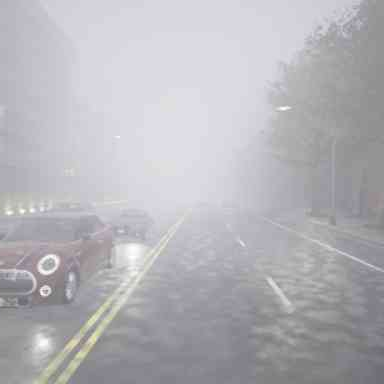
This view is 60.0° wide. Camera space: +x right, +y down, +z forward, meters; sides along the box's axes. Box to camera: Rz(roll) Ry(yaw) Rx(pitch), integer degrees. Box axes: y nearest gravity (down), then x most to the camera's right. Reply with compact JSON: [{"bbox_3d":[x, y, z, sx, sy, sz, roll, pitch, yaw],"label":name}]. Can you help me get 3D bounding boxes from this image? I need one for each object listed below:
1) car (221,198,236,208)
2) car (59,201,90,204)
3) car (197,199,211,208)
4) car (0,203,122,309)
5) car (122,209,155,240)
[{"bbox_3d":[5.219,1.607,47.730,1.994,1.385,4.181,0,0,2],"label":"car"},{"bbox_3d":[-6.519,1.298,17.533,2.097,1.767,4.553,0,0,2],"label":"car"},{"bbox_3d":[1.736,1.616,48.231,1.895,1.301,4.718,0,0,2],"label":"car"},{"bbox_3d":[-3.360,1.324,8.035,2.097,1.767,4.553,0,0,2],"label":"car"},{"bbox_3d":[-3.053,1.539,16.667,1.994,1.385,4.181,0,0,2],"label":"car"}]
